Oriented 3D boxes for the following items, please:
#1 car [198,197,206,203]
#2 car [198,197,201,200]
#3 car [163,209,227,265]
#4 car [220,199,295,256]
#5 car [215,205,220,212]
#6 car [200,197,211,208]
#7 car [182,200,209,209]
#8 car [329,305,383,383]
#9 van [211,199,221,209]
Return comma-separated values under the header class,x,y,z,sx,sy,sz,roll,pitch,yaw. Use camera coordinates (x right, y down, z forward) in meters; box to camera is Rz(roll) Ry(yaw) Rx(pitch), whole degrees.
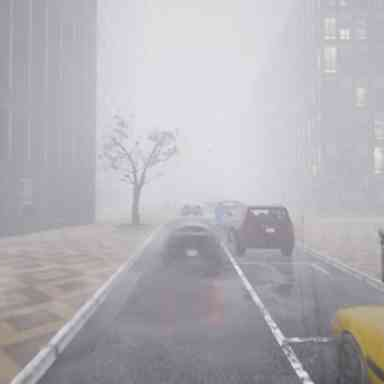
class,x,y,z,sx,sy,sz,roll,pitch,yaw
car,2.458,1.898,80.110,1.802,1.307,4.206,1,0,0
car,2.475,1.844,68.977,1.802,1.307,4.206,1,0,0
car,0.033,1.562,11.722,1.812,1.442,4.674,0,0,1
car,2.564,1.356,13.305,2.192,1.841,5.009,1,0,0
car,2.551,1.642,18.871,1.802,1.307,4.206,1,0,0
car,2.510,1.708,46.708,1.887,1.381,4.507,1,0,0
car,0.001,1.632,25.970,2.033,1.411,5.357,0,0,0
car,2.577,1.533,2.339,1.752,1.417,4.829,1,0,0
van,2.547,1.420,24.440,1.690,1.788,3.998,1,0,0
